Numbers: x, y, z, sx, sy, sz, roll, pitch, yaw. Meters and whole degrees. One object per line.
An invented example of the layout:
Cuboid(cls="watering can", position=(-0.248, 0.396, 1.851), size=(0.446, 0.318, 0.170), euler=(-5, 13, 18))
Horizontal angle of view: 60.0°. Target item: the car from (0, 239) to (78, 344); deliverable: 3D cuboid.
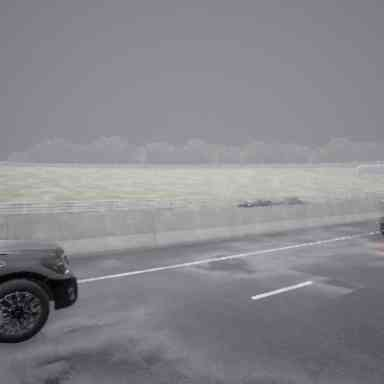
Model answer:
Cuboid(cls="car", position=(-4.602, 1.220, 4.733), size=(5.566, 2.045, 2.150), euler=(0, 0, -36))

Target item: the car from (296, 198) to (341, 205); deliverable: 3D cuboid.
Cuboid(cls="car", position=(11.781, 1.300, 29.984), size=(4.674, 1.442, 1.812), euler=(-1, 1, -36))

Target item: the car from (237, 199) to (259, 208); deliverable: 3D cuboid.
Cuboid(cls="car", position=(7.005, 1.385, 35.163), size=(4.718, 1.301, 1.895), euler=(-1, 1, -36))

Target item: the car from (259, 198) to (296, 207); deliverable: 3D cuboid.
Cuboid(cls="car", position=(9.408, 1.327, 32.585), size=(5.357, 1.411, 2.033), euler=(-1, 0, -36))

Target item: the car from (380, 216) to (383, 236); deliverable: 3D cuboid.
Cuboid(cls="car", position=(10.936, 1.387, 16.107), size=(4.892, 1.490, 1.837), euler=(-1, 1, -36))
